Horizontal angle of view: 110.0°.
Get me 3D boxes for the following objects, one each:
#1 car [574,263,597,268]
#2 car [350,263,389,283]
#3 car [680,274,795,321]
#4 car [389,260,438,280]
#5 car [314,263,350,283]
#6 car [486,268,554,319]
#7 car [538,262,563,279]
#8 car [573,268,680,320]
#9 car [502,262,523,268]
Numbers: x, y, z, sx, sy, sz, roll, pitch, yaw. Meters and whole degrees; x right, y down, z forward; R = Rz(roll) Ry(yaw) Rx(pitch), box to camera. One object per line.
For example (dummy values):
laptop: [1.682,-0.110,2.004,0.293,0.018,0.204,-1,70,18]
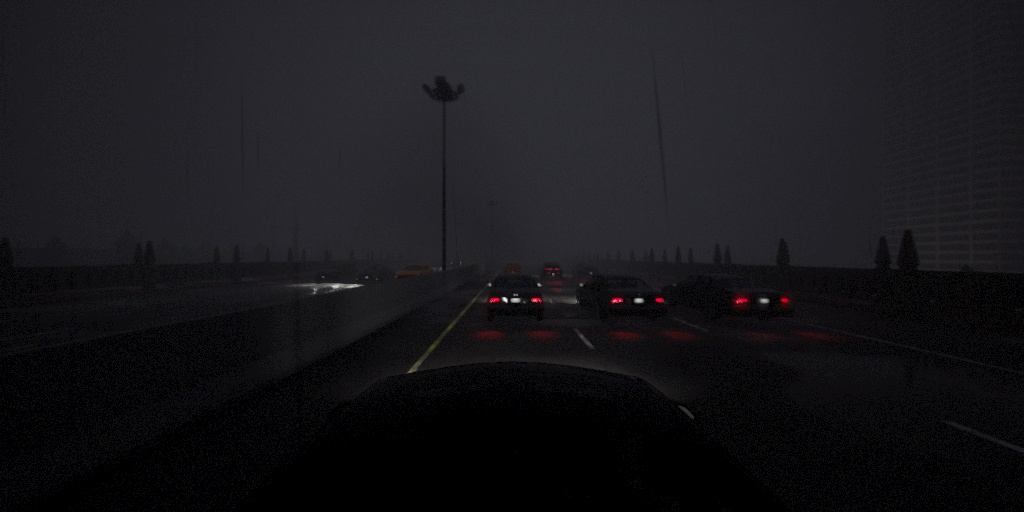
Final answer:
car: [7.076,1.348,34.493,1.812,1.442,4.674,0,0,0]
car: [-10.605,1.375,28.164,1.994,1.385,4.181,0,0,0]
car: [7.097,1.320,12.590,2.033,1.411,5.357,0,0,0]
car: [-7.107,1.284,26.481,1.882,1.535,5.008,0,0,0]
car: [-14.105,1.319,29.220,1.837,1.490,4.892,0,0,0]
car: [0.097,1.322,12.781,2.033,1.411,5.357,0,0,0]
car: [3.591,1.325,33.555,1.837,1.490,4.892,0,0,0]
car: [3.597,1.321,12.678,2.033,1.411,5.357,0,0,0]
car: [0.090,1.302,35.126,1.882,1.535,5.008,0,0,0]
